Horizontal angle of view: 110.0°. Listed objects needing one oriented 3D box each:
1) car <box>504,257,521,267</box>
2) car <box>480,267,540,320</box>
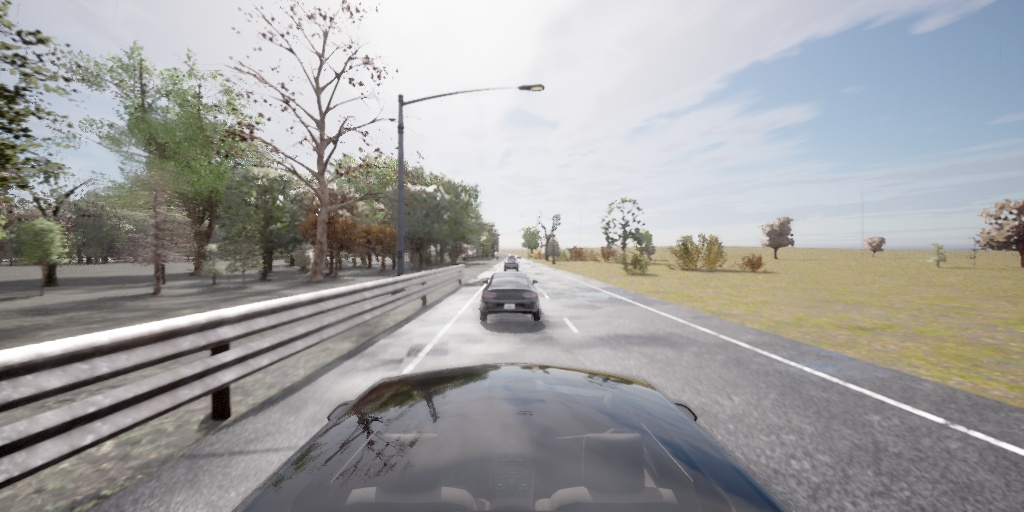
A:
[{"bbox_3d":[-0.063,1.177,45.749,2.128,1.511,4.902,0,0,0],"label":"car"},{"bbox_3d":[-0.064,1.265,12.482,1.812,1.442,4.674,0,0,0],"label":"car"}]
